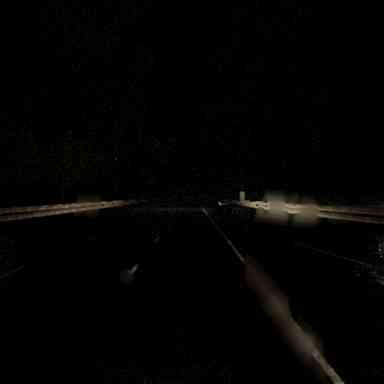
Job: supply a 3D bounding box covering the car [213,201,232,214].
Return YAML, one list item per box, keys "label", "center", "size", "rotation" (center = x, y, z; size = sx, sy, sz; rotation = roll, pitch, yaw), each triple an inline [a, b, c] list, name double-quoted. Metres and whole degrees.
- label: "car"
  center: [3.843, 1.923, 42.299]
  size: [2.128, 1.511, 4.902]
  rotation: [0, -1, -3]
